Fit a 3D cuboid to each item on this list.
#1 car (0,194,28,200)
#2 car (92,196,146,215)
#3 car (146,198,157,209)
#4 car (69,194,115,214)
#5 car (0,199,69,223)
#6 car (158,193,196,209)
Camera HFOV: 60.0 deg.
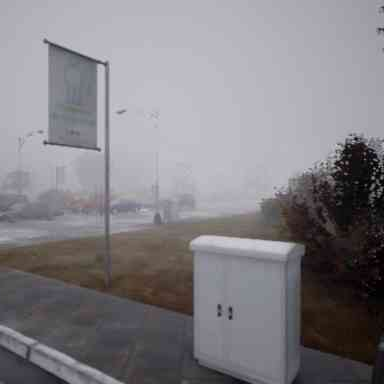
[{"bbox_3d":[-15.933,1.190,26.837,2.150,2.045,5.566,0,0,32],"label":"car"},{"bbox_3d":[-7.327,1.447,33.892,1.882,1.535,5.008,0,0,32],"label":"car"},{"bbox_3d":[-4.753,1.511,44.493,2.033,1.411,5.357,0,0,32],"label":"car"},{"bbox_3d":[-10.448,1.187,35.509,2.150,2.045,5.566,0,0,32],"label":"car"},{"bbox_3d":[-12.575,1.519,25.602,2.033,1.411,5.357,0,0,32],"label":"car"},{"bbox_3d":[-1.596,1.188,42.935,2.150,2.045,5.566,0,0,32],"label":"car"}]
